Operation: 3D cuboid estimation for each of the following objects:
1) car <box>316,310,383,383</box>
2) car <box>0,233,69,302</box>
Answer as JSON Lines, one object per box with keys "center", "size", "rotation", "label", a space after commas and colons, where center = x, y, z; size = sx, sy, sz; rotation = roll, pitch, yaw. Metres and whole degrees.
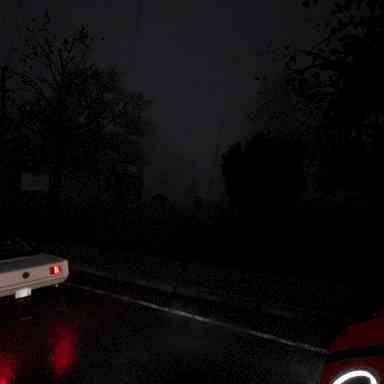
{"center": [3.066, 1.352, 1.842], "size": [4.553, 1.767, 2.097], "rotation": [0, 0, 35], "label": "car"}
{"center": [-4.960, 1.601, 7.515], "size": [4.718, 1.301, 1.895], "rotation": [0, 0, 35], "label": "car"}
